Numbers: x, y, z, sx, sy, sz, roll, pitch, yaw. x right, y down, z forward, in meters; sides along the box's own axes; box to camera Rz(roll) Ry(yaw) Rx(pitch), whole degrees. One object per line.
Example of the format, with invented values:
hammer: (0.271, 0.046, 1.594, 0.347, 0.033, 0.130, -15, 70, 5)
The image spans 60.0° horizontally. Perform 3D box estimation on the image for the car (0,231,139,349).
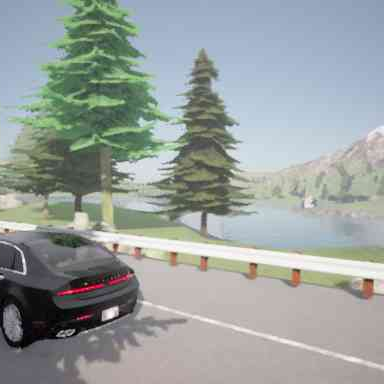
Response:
car: (-3.151, 1.506, 6.303, 4.892, 1.490, 1.837, 1, 0, 36)
